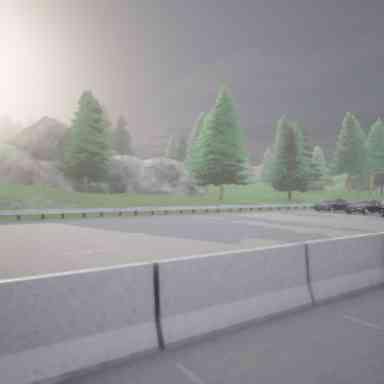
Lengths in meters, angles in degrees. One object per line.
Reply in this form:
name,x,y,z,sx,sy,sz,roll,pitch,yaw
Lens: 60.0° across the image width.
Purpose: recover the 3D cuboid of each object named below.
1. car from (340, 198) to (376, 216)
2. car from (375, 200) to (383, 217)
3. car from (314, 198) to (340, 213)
car,16.819,1.427,32.175,4.892,1.490,1.837,1,0,-34
car,18.521,1.432,29.102,5.008,1.535,1.882,0,0,-34
car,14.863,1.393,35.076,4.892,1.490,1.837,1,0,-34
